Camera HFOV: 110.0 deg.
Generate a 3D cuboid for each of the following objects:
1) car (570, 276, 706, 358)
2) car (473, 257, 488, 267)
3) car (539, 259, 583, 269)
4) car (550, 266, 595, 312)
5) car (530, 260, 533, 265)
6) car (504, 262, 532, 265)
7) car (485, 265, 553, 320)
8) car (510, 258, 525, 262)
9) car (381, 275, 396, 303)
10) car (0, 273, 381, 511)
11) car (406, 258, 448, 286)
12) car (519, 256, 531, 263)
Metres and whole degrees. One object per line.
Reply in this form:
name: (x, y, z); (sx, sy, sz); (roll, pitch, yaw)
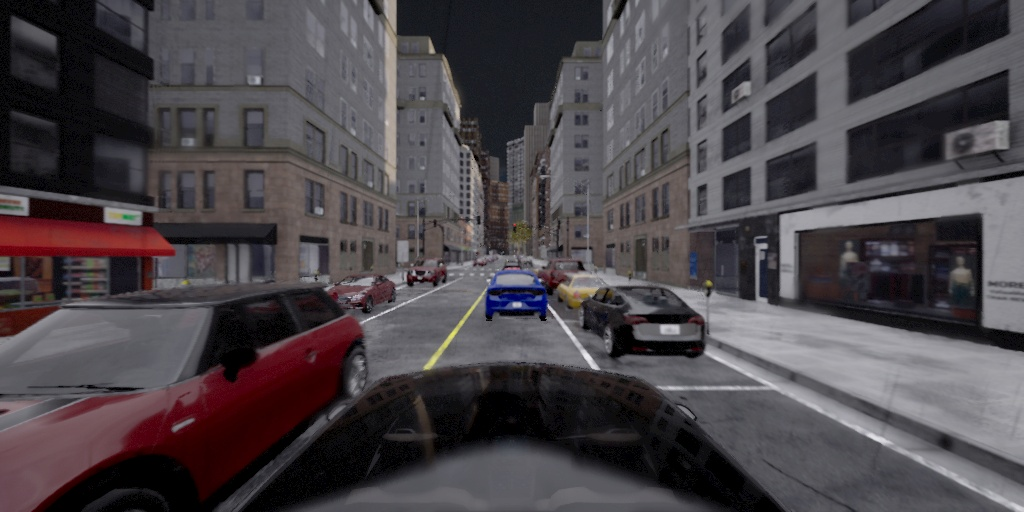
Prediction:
car: (2.757, 1.321, 8.345); (1.948, 1.339, 4.313); (0, 0, 0)
car: (-5.811, 1.150, 62.664); (1.888, 1.381, 4.507); (0, 0, 0)
car: (2.749, 1.064, 19.452); (2.192, 1.841, 5.009); (0, 0, 0)
car: (2.753, 1.278, 14.067); (1.751, 1.417, 4.829); (0, 0, 0)
car: (2.740, 1.255, 30.727); (1.751, 1.417, 4.829); (0, 0, 0)
car: (0.076, 1.308, 23.007); (1.994, 1.385, 4.181); (0, 0, 0)
car: (0.094, 1.231, 12.625); (1.882, 1.535, 5.008); (0, 0, -1)
car: (0.022, 1.229, 32.975); (1.837, 1.490, 4.892); (0, 0, 0)
car: (-5.772, 1.334, 13.897); (1.802, 1.307, 4.207); (0, 0, 0)
car: (-3.102, 1.103, 3.231); (2.097, 1.767, 4.553); (0, 0, 0)
car: (-5.781, 1.055, 25.004); (2.192, 1.841, 5.009); (0, 0, 0)
car: (2.714, 1.157, 62.664); (2.007, 1.370, 4.403); (0, 0, 0)
